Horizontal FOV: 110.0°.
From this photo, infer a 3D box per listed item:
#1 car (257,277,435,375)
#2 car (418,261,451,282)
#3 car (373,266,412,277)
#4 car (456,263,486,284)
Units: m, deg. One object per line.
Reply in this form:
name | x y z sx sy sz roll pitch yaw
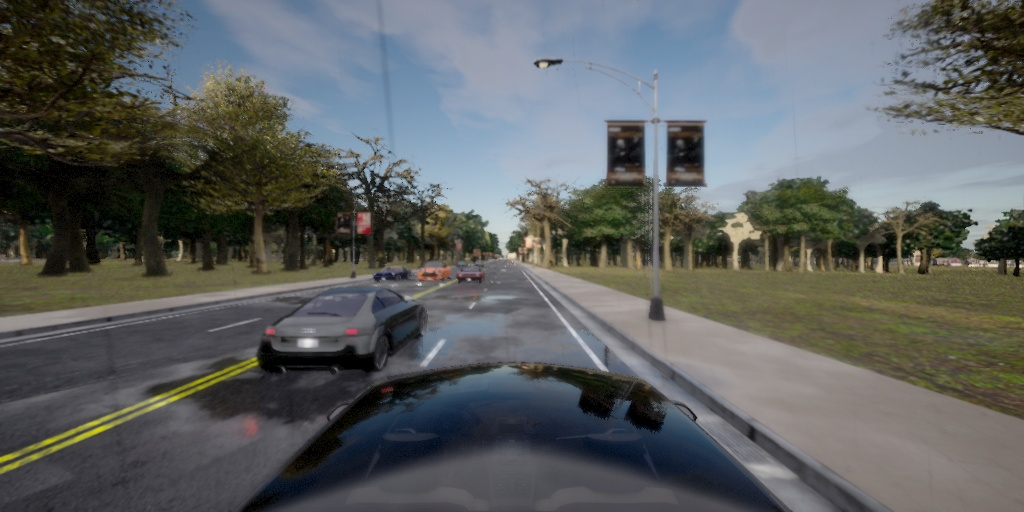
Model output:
car | -3.164 1.330 7.589 1.994 1.385 4.181 0 0 0
car | -6.596 1.251 30.872 2.097 1.767 4.553 0 0 0
car | -9.849 1.492 29.796 1.895 1.301 4.718 0 0 0
car | -3.152 1.483 28.706 1.895 1.301 4.718 0 0 0
